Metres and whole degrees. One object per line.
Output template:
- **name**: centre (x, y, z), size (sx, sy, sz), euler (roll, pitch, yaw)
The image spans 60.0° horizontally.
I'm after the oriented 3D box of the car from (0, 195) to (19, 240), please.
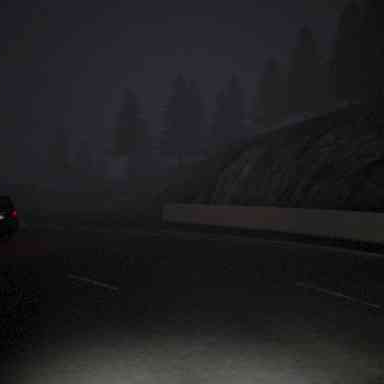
- **car**: centre (-10.189, 1.123, 14.925), size (5.566, 2.045, 2.150), euler (0, 0, 29)
